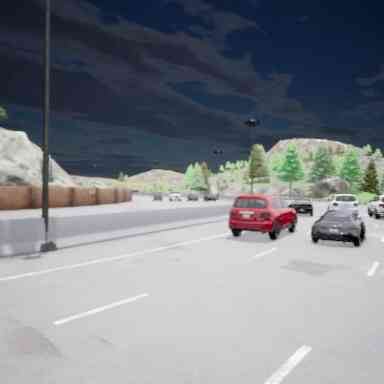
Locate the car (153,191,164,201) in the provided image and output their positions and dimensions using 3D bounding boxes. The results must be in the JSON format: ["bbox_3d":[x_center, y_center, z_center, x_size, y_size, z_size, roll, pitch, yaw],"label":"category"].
[{"bbox_3d":[-6.776,1.052,65.886,1.837,1.490,4.892,1,0,-8],"label":"car"}]

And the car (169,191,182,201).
[{"bbox_3d":[-3.335,0.786,66.661,2.150,2.045,5.566,1,0,-8],"label":"car"}]

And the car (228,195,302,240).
[{"bbox_3d":[3.781,1.166,17.096,2.150,2.045,5.566,1,1,31],"label":"car"}]

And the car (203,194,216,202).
[{"bbox_3d":[3.574,1.213,67.767,2.033,1.411,5.357,1,0,-8],"label":"car"}]

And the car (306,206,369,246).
[{"bbox_3d":[6.896,1.564,15.525,1.994,1.385,4.181,1,0,30],"label":"car"}]

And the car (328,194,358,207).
[{"bbox_3d":[13.808,1.225,30.504,2.150,2.045,5.566,1,0,19],"label":"car"}]

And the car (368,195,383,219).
[{"bbox_3d":[17.117,1.275,29.364,2.150,2.045,5.566,1,0,19],"label":"car"}]

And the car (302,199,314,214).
[{"bbox_3d":[10.625,1.435,32.078,1.882,1.535,5.008,1,1,18],"label":"car"}]

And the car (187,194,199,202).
[{"bbox_3d":[0.147,1.138,66.926,1.837,1.490,4.892,1,0,-8],"label":"car"}]
